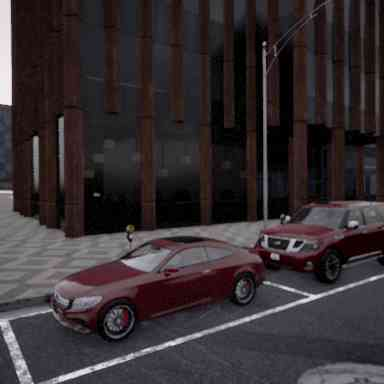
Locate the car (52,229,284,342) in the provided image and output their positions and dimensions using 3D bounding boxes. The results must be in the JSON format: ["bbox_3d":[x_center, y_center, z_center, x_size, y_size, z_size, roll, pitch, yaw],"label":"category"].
[{"bbox_3d":[-0.398,1.544,6.346,4.206,1.307,1.802,-1,0,-35],"label":"car"}]

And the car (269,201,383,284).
[{"bbox_3d":[4.057,1.217,9.492,5.009,1.841,2.192,-1,0,-35],"label":"car"}]
